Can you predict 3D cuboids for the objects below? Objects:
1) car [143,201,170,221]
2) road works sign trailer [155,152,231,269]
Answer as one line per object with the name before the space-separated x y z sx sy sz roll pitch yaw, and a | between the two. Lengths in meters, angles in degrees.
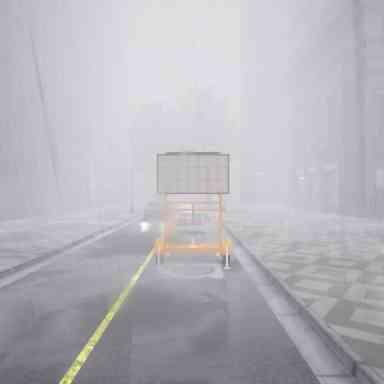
car | -2.918 1.519 27.743 1.837 1.490 4.892 0 0 0
road works sign trailer | 0.035 0.466 11.139 2.380 3.560 2.880 0 0 0
